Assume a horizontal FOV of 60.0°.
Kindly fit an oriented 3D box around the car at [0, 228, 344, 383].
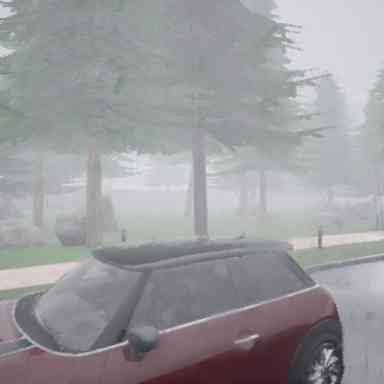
[{"bbox_3d":[-0.523,1.341,3.426,4.553,1.767,2.097,0,0,-34],"label":"car"}]
